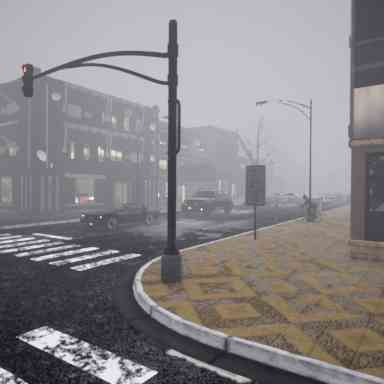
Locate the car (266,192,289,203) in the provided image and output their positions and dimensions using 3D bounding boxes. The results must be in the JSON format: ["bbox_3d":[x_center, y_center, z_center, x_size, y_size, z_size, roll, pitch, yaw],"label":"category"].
[{"bbox_3d":[12.126,0.766,47.226,1.802,1.307,4.206,2,2,35],"label":"car"}]

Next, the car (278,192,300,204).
[{"bbox_3d":[12.977,0.771,43.784,1.812,1.442,4.674,1,1,34],"label":"car"}]

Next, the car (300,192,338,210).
[{"bbox_3d":[12.673,0.993,33.051,2.008,1.369,4.403,2,2,35],"label":"car"}]

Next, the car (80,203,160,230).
[{"bbox_3d":[-4.050,1.333,19.284,1.895,1.301,4.718,1,1,35],"label":"car"}]

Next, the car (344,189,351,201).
[{"bbox_3d":[25.436,0.619,51.669,1.887,1.381,4.507,2,2,35],"label":"car"}]

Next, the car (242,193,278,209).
[{"bbox_3d":[7.104,1.013,35.372,1.895,1.301,4.718,1,1,35],"label":"car"}]

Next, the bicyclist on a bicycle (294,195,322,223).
[{"bbox_3d":[6.797,1.003,19.582,1.656,1.620,0.582,0,1,35],"label":"bicyclist on a bicycle"}]

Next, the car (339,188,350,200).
[{"bbox_3d":[24.237,0.572,54.535,2.033,1.411,5.357,1,1,36],"label":"car"}]

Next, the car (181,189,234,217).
[{"bbox_3d":[1.392,0.797,27.124,2.150,2.045,5.566,1,1,35],"label":"car"}]

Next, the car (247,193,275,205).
[{"bbox_3d":[8.886,0.821,42.604,1.887,1.381,4.507,2,2,35],"label":"car"}]

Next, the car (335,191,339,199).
[{"bbox_3d":[18.555,0.788,46.299,1.895,1.301,4.718,1,1,35],"label":"car"}]
